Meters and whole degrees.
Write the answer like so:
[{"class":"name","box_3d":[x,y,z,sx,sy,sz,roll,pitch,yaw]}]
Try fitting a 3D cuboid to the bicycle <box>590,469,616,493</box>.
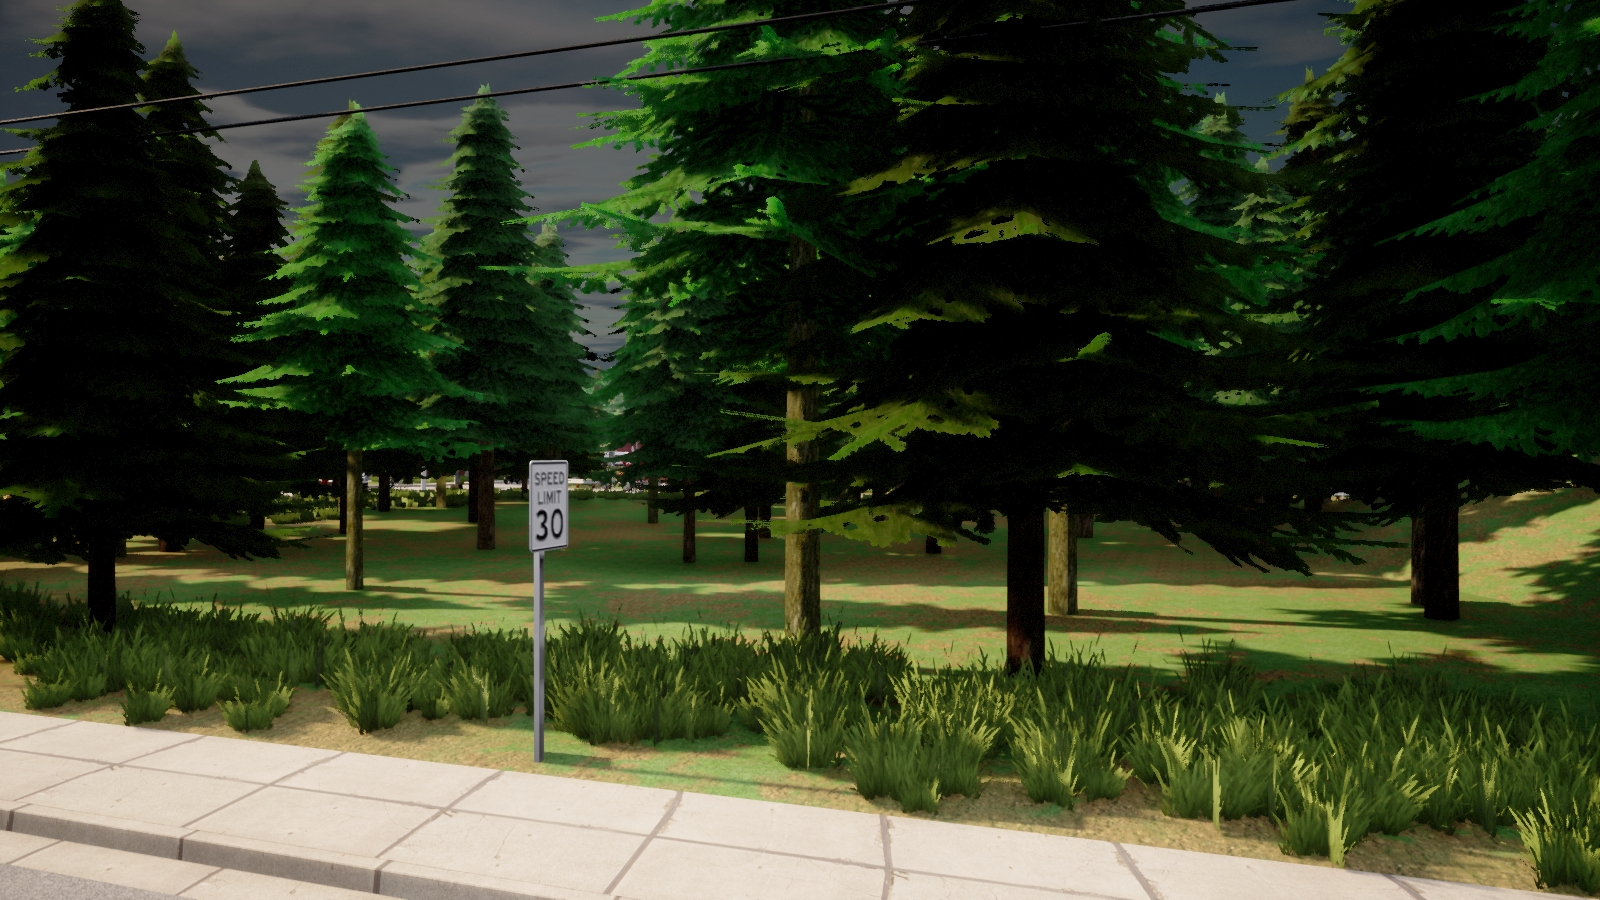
[{"class":"bicycle","box_3d":[-12.908,2.029,74.785,1.643,1.496,0.373,0,0,13]}]
